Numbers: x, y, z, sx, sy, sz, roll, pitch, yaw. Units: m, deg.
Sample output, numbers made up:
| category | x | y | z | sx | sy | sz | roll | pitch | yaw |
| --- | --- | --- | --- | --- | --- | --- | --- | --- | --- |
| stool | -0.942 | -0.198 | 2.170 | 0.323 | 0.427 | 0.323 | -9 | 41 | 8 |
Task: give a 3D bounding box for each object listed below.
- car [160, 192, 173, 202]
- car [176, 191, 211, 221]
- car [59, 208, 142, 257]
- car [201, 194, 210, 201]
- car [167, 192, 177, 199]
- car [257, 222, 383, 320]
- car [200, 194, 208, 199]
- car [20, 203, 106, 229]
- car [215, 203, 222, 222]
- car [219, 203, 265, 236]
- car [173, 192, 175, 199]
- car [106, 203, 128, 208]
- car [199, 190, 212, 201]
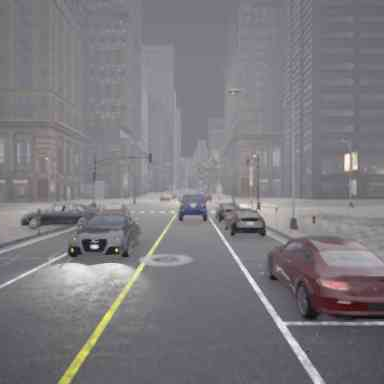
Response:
| category | x | y | z | sx | sy | sz | roll | pitch | yaw |
| --- | --- | --- | --- | --- | --- | --- | --- | --- | --- |
| car | -5.547 | 1.216 | 68.572 | 1.887 | 1.381 | 4.507 | 0 | 0 | 0 |
| car | 0.082 | 1.140 | 26.711 | 2.150 | 2.045 | 5.566 | 0 | 0 | 0 |
| car | -3.105 | 1.534 | 12.558 | 1.994 | 1.385 | 4.181 | 0 | 0 | 0 |
| car | 3.010 | 1.177 | 74.065 | 1.887 | 1.381 | 4.507 | 0 | 0 | 0 |
| car | -5.417 | 0.814 | 90.730 | 2.192 | 1.841 | 5.009 | 1 | 1 | 0 |
| car | 2.760 | 1.567 | 7.038 | 1.802 | 1.307 | 4.206 | 0 | 0 | 0 |
| car | 3.074 | 1.113 | 85.146 | 1.947 | 1.339 | 4.313 | 1 | 1 | 0 |
| car | -7.510 | 1.336 | 19.279 | 4.403 | 1.369 | 2.008 | -1 | 1 | -9 |
| car | 2.749 | 1.490 | 25.205 | 1.947 | 1.339 | 4.313 | 0 | 0 | 0 |
| car | 2.754 | 1.519 | 17.840 | 1.947 | 1.339 | 4.313 | 0 | 0 | 0 |
| car | -5.516 | 1.183 | 74.111 | 2.008 | 1.369 | 4.403 | 0 | 0 | 0 |
| car | -5.777 | 1.506 | 25.205 | 1.802 | 1.307 | 4.206 | 0 | 0 | 0 |
| car | 2.980 | 0.986 | 68.523 | 2.192 | 1.841 | 5.009 | 0 | 0 | 0 |
